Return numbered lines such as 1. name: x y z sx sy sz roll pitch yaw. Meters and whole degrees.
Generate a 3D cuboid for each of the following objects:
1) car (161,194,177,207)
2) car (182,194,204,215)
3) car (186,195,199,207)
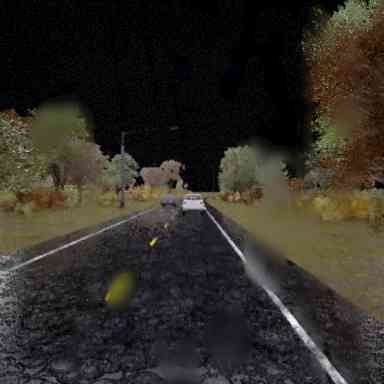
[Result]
1. car: -3.516 1.253 51.267 2.150 2.045 5.566 0 0 1
2. car: 0.118 1.234 34.725 2.150 2.045 5.566 0 -1 0
3. car: 0.084 1.385 52.553 2.097 1.767 4.553 0 0 0
